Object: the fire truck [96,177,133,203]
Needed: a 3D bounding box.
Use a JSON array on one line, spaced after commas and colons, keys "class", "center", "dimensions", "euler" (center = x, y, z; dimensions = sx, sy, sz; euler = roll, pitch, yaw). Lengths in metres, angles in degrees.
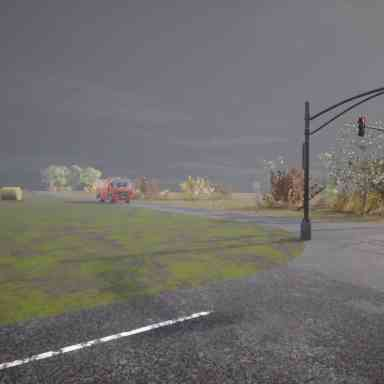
[{"class": "fire truck", "center": [-11.796, -0.354, 50.011], "dimensions": [2.891, 3.827, 8.468], "euler": [1, 0, -32]}]
